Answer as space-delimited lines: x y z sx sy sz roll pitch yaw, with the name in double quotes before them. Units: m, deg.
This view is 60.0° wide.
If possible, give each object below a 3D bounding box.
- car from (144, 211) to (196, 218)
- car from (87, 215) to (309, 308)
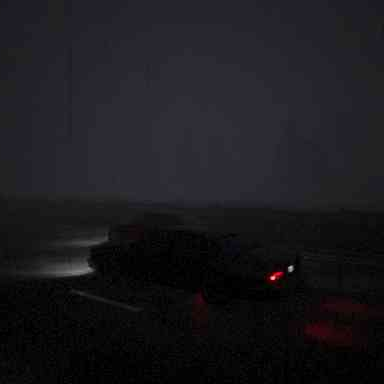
"car" -1.232 1.458 12.950 4.674 1.442 1.812 1 0 35
"car" -0.133 1.511 7.866 5.357 1.411 2.033 1 0 35
